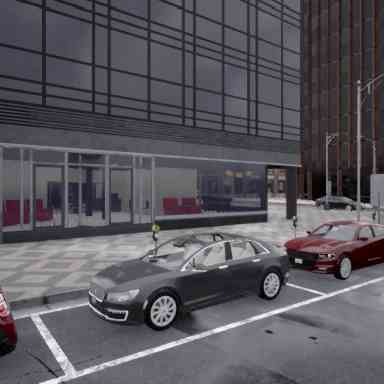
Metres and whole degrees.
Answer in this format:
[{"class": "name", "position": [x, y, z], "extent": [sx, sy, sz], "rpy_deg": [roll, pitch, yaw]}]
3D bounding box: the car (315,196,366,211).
[{"class": "car", "position": [15.014, 1.158, 33.830], "extent": [1.837, 1.490, 4.892], "rpy_deg": [0, 2, -36]}]

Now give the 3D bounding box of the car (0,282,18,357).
[{"class": "car", "position": [-4.284, 1.440, 3.593], "extent": [4.097, 1.590, 1.967], "rpy_deg": [0, 0, -36]}]

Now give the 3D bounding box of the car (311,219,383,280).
[{"class": "car", "position": [4.594, 1.545, 9.940], "extent": [4.507, 1.381, 1.887], "rpy_deg": [0, 0, -36]}]

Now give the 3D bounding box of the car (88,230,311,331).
[{"class": "car", "position": [0.155, 1.551, 6.767], "extent": [4.403, 1.369, 2.008], "rpy_deg": [0, 0, -36]}]
